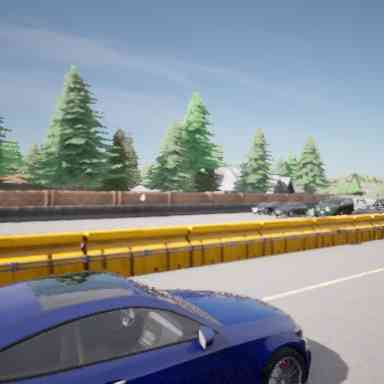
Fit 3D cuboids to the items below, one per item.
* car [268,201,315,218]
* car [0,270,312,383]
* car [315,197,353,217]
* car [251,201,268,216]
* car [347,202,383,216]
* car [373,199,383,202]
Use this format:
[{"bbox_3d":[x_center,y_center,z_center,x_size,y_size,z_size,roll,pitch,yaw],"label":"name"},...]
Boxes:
[{"bbox_3d":[10.204,1.816,33.997,4.892,1.490,1.837,1,0,-42],"label":"car"},{"bbox_3d":[-0.843,1.537,3.191,4.674,1.442,1.812,1,0,-35],"label":"car"},{"bbox_3d":[14.158,1.560,32.831,5.566,2.045,2.150,1,0,-43],"label":"car"},{"bbox_3d":[8.563,1.809,37.225,4.902,1.511,2.128,1,0,-42],"label":"car"},{"bbox_3d":[16.047,1.901,29.864,4.181,1.385,1.994,1,0,-42],"label":"car"},{"bbox_3d":[37.006,2.160,65.562,1.837,1.490,4.892,0,0,32],"label":"car"}]
